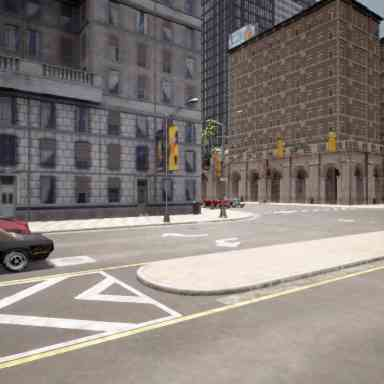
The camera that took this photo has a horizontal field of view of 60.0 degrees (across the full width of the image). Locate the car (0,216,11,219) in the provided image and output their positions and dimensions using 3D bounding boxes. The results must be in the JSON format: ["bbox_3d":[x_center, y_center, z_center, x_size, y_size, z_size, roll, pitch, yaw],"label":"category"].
[{"bbox_3d":[-8.443,1.526,12.113,4.674,1.442,1.812,0,0,-35],"label":"car"}]

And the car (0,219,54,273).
[{"bbox_3d":[-6.499,1.601,9.208,4.718,1.301,1.895,0,0,-35],"label":"car"}]

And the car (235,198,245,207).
[{"bbox_3d":[5.710,1.491,49.049,2.128,1.511,4.902,0,0,-35],"label":"car"}]

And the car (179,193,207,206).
[{"bbox_3d":[0.072,1.221,57.150,2.150,2.045,5.566,0,0,-34],"label":"car"}]

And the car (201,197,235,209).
[{"bbox_3d":[3.280,1.478,46.419,1.882,1.535,5.008,0,0,-35],"label":"car"}]
